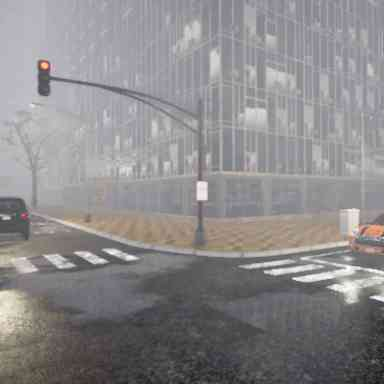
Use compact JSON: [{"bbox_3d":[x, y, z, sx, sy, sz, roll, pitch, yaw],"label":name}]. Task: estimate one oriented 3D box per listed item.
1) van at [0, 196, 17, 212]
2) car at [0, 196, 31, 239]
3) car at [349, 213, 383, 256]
[{"bbox_3d":[-22.017,1.368,39.489,1.690,1.788,3.998,1,0,-34],"label":"van"},{"bbox_3d":[-9.674,1.233,16.815,2.150,2.045,5.566,0,0,-35],"label":"car"},{"bbox_3d":[8.544,1.636,13.783,4.553,1.767,2.097,1,-1,-34],"label":"car"}]
